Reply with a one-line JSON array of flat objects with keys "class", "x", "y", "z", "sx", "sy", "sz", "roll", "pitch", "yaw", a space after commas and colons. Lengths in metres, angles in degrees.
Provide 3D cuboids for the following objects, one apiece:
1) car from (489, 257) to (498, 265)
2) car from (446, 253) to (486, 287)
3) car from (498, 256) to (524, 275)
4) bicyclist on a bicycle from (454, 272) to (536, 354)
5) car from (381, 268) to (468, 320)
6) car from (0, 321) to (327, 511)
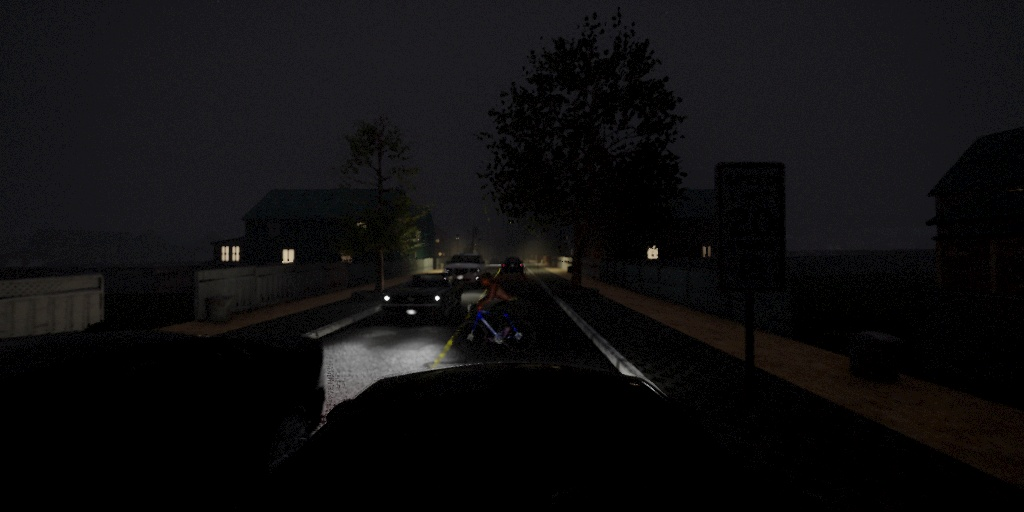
[{"class": "car", "x": -2.889, "y": 0.827, "z": 63.806, "sx": 1.994, "sy": 1.385, "sz": 4.181, "roll": 0, "pitch": 0, "yaw": 0}, {"class": "car", "x": -2.871, "y": 0.813, "z": 22.887, "sx": 2.150, "sy": 2.045, "sz": 5.566, "roll": 0, "pitch": 0, "yaw": 0}, {"class": "car", "x": 0.046, "y": 0.854, "z": 34.101, "sx": 2.097, "sy": 1.767, "sz": 4.553, "roll": 0, "pitch": 0, "yaw": 0}, {"class": "bicyclist on a bicycle", "x": -0.352, "y": 1.150, "z": 7.174, "sx": 1.656, "sy": 1.620, "sz": 0.582, "roll": -1, "pitch": 0, "yaw": -1}, {"class": "car", "x": -2.864, "y": 1.272, "z": 12.412, "sx": 1.895, "sy": 1.301, "sz": 4.718, "roll": 0, "pitch": 0, "yaw": 0}, {"class": "car", "x": -2.849, "y": 1.229, "z": 1.651, "sx": 1.882, "sy": 1.535, "sz": 5.008, "roll": 0, "pitch": 0, "yaw": 0}]
